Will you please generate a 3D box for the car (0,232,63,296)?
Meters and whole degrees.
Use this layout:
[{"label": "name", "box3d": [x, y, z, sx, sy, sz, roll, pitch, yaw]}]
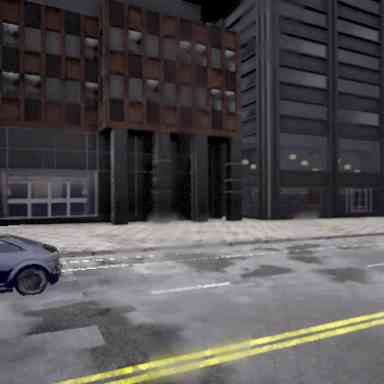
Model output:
[{"label": "car", "box3d": [-5.192, 1.626, 7.591, 4.181, 1.385, 1.994, 1, -1, -25]}]
